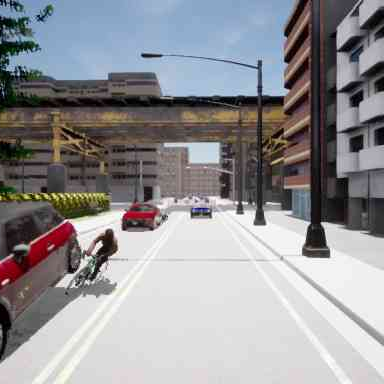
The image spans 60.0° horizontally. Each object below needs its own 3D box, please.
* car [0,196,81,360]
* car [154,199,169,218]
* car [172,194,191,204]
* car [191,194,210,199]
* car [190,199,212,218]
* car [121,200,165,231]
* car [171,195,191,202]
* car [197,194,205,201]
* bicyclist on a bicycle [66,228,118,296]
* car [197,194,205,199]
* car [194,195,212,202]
[{"bbox_3d":[-3.542,1.143,5.478,2.097,1.767,4.553,-1,7,0],"label":"car"},{"bbox_3d":[-2.863,1.330,26.339,1.812,1.442,4.674,0,0,1],"label":"car"},{"bbox_3d":[-2.065,1.452,63.229,2.038,1.542,4.974,0,0,26],"label":"car"},{"bbox_3d":[2.086,1.452,62.816,2.038,1.542,4.974,0,0,-19],"label":"car"},{"bbox_3d":[0.830,1.601,29.927,1.895,1.301,4.718,0,0,1],"label":"car"},{"bbox_3d":[-3.086,1.478,20.930,1.882,1.535,5.008,0,0,2],"label":"car"},{"bbox_3d":[-2.042,1.295,63.276,1.853,1.218,4.536,0,0,26],"label":"car"},{"bbox_3d":[2.397,1.452,89.413,2.038,1.542,4.974,0,0,1],"label":"car"},{"bbox_3d":[-2.131,1.519,7.544,0.582,1.620,1.656,30,7,10],"label":"bicyclist on a bicycle"},{"bbox_3d":[2.398,1.295,89.465,1.853,1.218,4.536,0,0,1],"label":"car"},{"bbox_3d":[2.069,1.295,62.865,1.853,1.218,4.536,0,0,-19],"label":"car"}]
